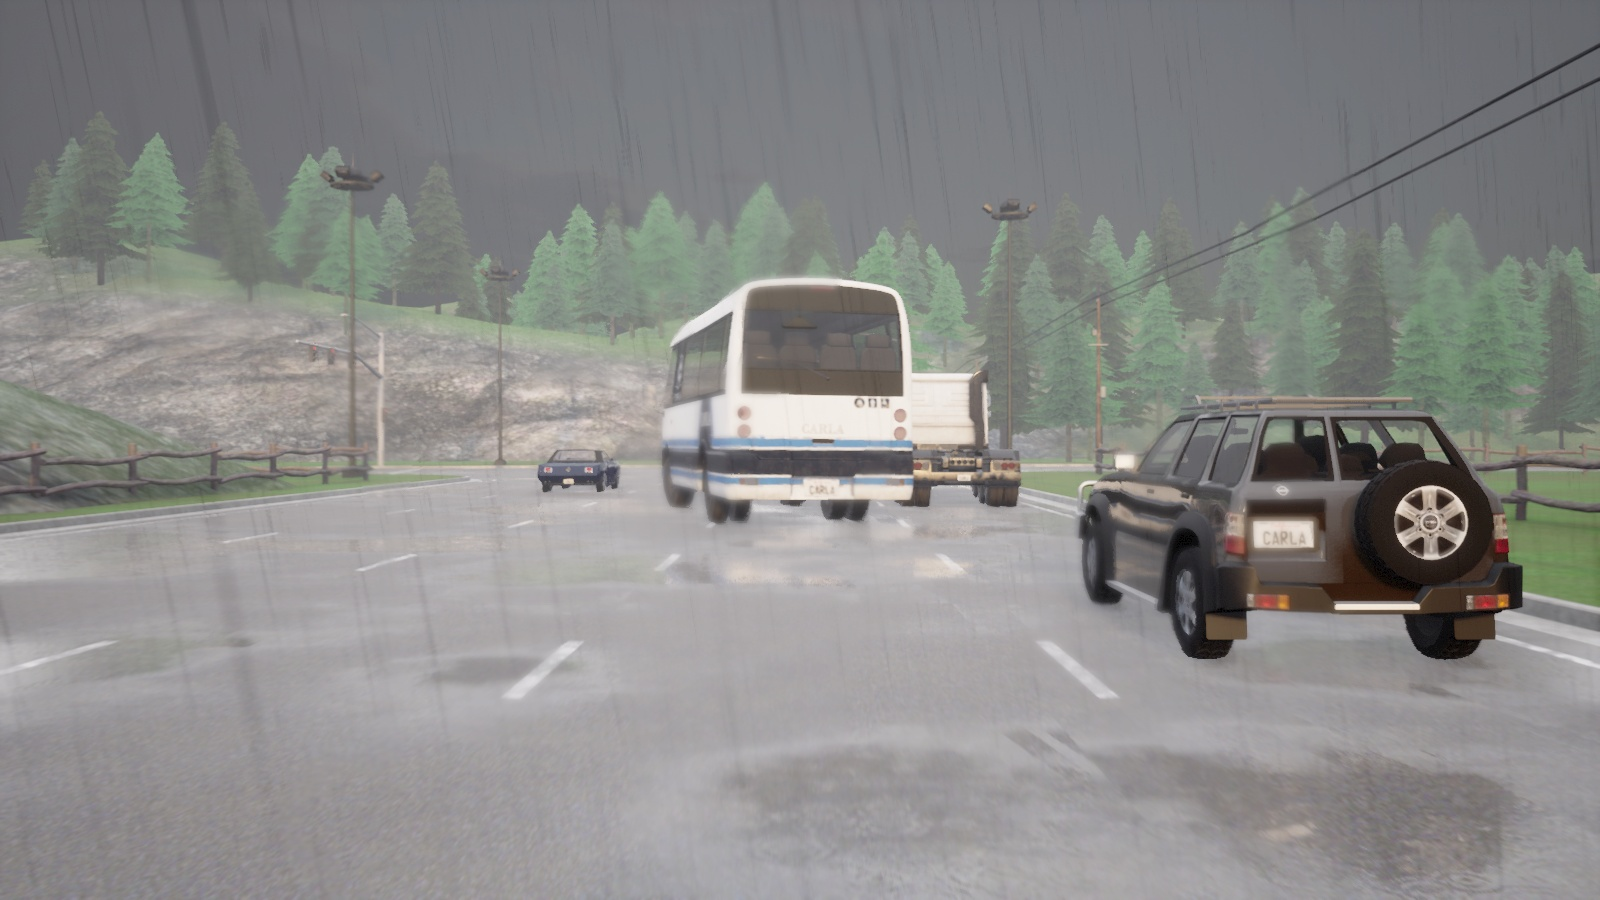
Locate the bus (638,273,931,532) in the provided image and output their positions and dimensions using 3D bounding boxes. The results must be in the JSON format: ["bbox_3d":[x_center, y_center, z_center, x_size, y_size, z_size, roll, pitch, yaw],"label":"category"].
[{"bbox_3d":[-0.854,-0.793,26.099,3.944,4.253,10.273,1,0,-13],"label":"bus"}]

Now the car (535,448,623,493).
[{"bbox_3d":[-6.763,0.599,38.930,1.895,1.301,4.718,0,0,0],"label":"car"}]

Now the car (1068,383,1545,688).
[{"bbox_3d":[3.572,0.504,9.941,1.932,1.855,4.605,0,0,0],"label":"car"}]

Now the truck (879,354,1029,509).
[{"bbox_3d":[3.698,-0.432,32.032,2.891,3.462,7.936,0,0,0],"label":"truck"}]
